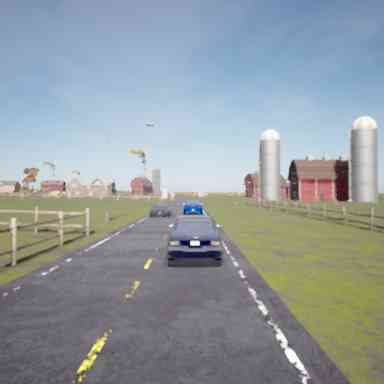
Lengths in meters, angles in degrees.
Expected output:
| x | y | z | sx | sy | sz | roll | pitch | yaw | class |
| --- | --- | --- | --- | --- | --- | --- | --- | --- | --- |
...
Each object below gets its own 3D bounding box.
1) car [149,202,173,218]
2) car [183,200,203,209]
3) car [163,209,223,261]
| x | y | z | sx | sy | sz | roll | pitch | yaw | class |
| --- | --- | --- | --- | --- | --- | --- | --- | --- | --- |
| -2.844 | 1.650 | 31.329 | 1.994 | 1.385 | 4.181 | 0 | 0 | 0 | car |
| 0.103 | 1.572 | 34.124 | 1.882 | 1.535 | 5.008 | 0 | 0 | 0 | car |
| 0.096 | 1.581 | 12.431 | 2.033 | 1.411 | 5.357 | 0 | 0 | 0 | car |
